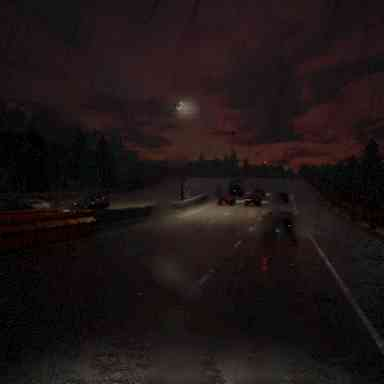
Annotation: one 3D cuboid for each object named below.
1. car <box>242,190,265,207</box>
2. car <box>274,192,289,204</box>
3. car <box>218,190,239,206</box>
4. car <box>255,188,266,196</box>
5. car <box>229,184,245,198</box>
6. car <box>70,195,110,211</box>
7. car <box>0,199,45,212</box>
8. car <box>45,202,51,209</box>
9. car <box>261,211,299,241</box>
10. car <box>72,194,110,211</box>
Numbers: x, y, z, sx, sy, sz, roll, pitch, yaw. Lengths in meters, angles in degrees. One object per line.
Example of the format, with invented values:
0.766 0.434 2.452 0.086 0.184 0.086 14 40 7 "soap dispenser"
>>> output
8.058 0.975 43.478 1.837 1.490 4.892 1 5 15 "car"
12.487 0.709 46.410 2.128 1.511 4.902 1 6 15 "car"
4.662 0.924 44.311 1.812 1.442 4.674 1 5 15 "car"
10.741 0.089 53.301 1.994 1.385 4.181 1 6 15 "car"
7.252 -0.287 53.784 2.150 2.045 5.566 1 6 15 "car"
-9.738 1.352 32.065 2.128 1.511 4.902 1 1 15 "car"
-12.404 1.360 22.299 1.812 1.442 4.674 1 0 15 "car"
-14.238 1.337 28.853 1.812 1.442 4.674 1 0 15 "car"
4.838 1.759 18.297 1.812 1.442 4.674 1 0 15 "car"
-11.598 1.141 38.493 1.837 1.490 4.892 1 3 15 "car"
